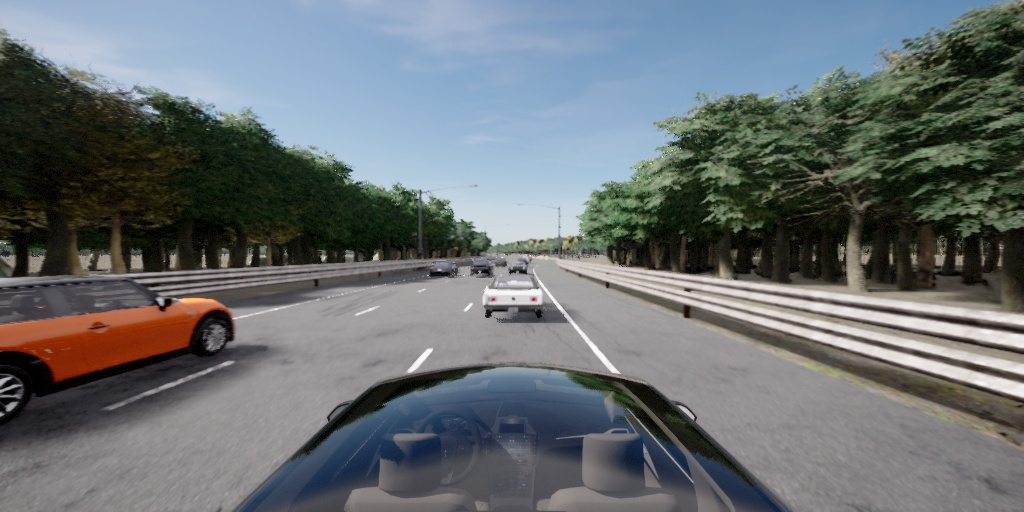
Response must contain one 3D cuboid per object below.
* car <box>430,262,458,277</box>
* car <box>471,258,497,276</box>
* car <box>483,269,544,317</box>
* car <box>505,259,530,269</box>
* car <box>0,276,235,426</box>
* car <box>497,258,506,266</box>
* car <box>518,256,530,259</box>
[{"bbox_3d":[-6.380,1.206,33.942,1.994,1.385,4.181,0,0,2],"label":"car"},{"bbox_3d":[-2.854,1.148,34.875,1.837,1.490,4.892,0,0,2],"label":"car"},{"bbox_3d":[0.069,1.321,12.990,1.895,1.301,4.718,0,0,1],"label":"car"},{"bbox_3d":[0.638,1.241,36.857,1.895,1.301,4.718,0,0,2],"label":"car"},{"bbox_3d":[-6.896,1.085,5.667,2.097,1.767,4.553,0,0,0],"label":"car"},{"bbox_3d":[-1.739,1.026,59.173,2.128,1.511,4.902,0,0,3],"label":"car"},{"bbox_3d":[1.660,1.050,58.583,1.837,1.490,4.892,0,0,3],"label":"car"}]
